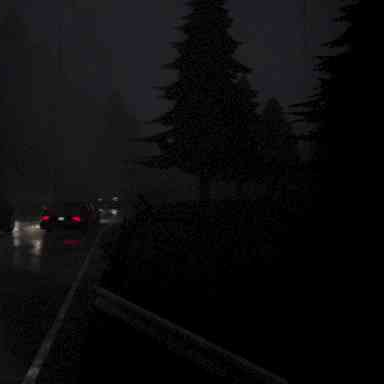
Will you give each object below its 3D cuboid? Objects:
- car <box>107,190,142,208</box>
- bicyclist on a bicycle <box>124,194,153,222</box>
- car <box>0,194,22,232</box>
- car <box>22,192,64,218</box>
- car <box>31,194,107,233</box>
[{"bbox_3d":[-6.660,0.631,31.226,2.097,1.767,4.553,0,0,26],"label":"car"},{"bbox_3d":[-2.496,0.944,16.582,1.656,1.620,0.582,7,-6,-8],"label":"bicyclist on a bicycle"},{"bbox_3d":[-8.394,0.811,12.409,2.097,1.767,4.553,3,1,-9],"label":"car"},{"bbox_3d":[-9.101,0.806,21.549,1.882,1.535,5.008,2,1,6],"label":"car"},{"bbox_3d":[-5.673,1.077,16.090,2.033,1.411,5.357,2,1,-7],"label":"car"}]
